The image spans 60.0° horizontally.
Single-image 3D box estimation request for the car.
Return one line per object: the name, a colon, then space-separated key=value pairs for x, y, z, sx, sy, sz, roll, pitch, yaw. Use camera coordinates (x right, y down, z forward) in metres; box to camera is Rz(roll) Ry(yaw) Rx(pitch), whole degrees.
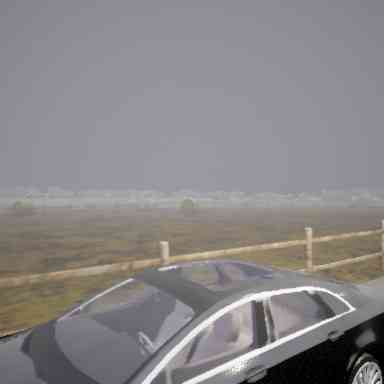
car: x=-0.026 y=1.496 z=3.035 sx=4.902 sy=1.511 sz=2.128 roll=0 pitch=0 yaw=-35
